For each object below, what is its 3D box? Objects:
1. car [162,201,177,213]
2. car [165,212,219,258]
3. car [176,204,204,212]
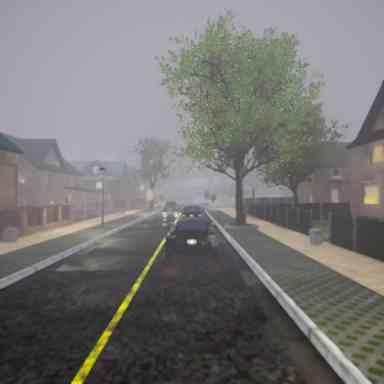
[{"bbox_3d":[-2.811,1.981,44.851,1.812,1.442,4.674,0,-1,0],"label":"car"},{"bbox_3d":[0.008,1.705,13.472,1.994,1.385,4.181,0,-1,0],"label":"car"},{"bbox_3d":[-0.014,1.833,27.524,2.033,1.411,5.357,0,-1,0],"label":"car"}]
